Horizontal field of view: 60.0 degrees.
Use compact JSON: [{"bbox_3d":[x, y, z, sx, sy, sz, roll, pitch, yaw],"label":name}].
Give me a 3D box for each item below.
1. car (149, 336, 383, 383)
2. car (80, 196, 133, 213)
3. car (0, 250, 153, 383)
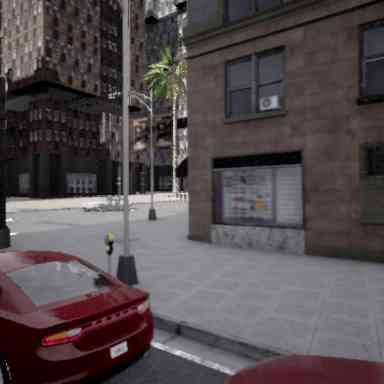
[{"bbox_3d":[1.980,1.586,1.563,4.206,1.307,1.802,0,-1,35],"label":"car"},{"bbox_3d":[-7.634,1.057,29.915,1.895,1.301,4.718,-1,1,36],"label":"car"},{"bbox_3d":[-2.587,1.521,4.820,4.507,1.381,1.887,0,-1,35],"label":"car"}]
